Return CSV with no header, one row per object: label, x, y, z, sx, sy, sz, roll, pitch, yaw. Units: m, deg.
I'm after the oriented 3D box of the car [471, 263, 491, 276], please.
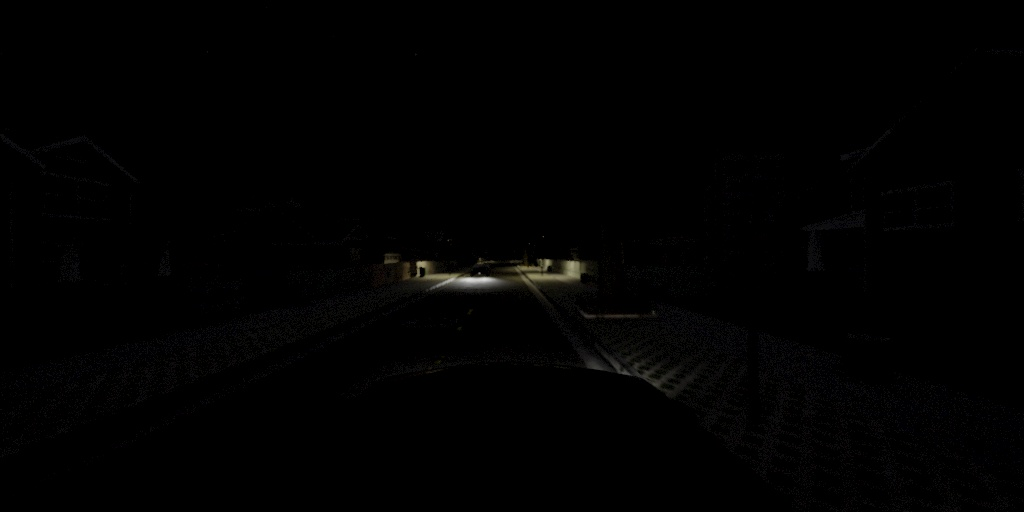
car,-3.290,1.424,38.022,1.895,1.301,4.718,-1,0,-1
